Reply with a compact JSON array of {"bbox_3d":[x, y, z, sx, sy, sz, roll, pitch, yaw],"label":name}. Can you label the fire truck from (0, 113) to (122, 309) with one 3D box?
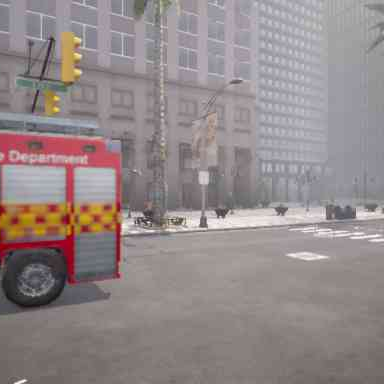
[{"bbox_3d":[-5.784,0.342,6.446,8.468,3.827,2.891,0,0,-28],"label":"fire truck"}]
